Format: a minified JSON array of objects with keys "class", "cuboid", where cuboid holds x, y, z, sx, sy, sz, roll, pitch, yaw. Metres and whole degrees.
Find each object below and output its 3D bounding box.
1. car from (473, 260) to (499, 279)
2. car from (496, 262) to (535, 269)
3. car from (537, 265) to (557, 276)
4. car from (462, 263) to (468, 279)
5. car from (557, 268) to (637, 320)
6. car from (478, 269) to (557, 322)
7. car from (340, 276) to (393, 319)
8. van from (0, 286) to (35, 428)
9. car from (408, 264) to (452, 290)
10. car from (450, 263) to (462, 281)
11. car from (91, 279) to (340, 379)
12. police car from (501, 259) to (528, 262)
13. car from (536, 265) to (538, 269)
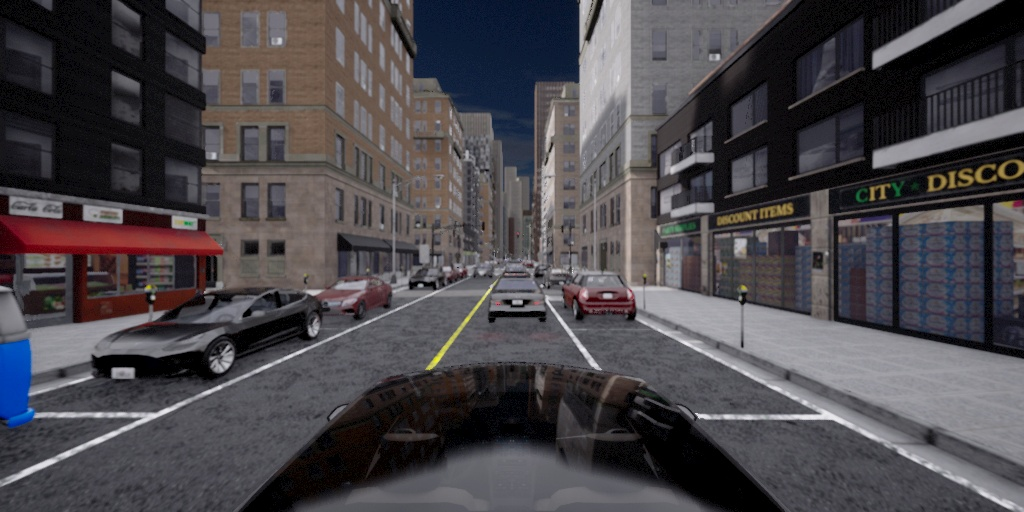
[{"class":"car","cuboid":[-2.774,1.423,35.630,2.128,1.511,4.902,0,0,0]},{"class":"car","cuboid":[0.244,1.353,23.844,2.128,1.511,4.902,0,0,0]},{"class":"car","cuboid":[3.002,1.412,23.835,2.007,1.370,4.403,0,0,0]},{"class":"car","cuboid":[-5.447,1.358,34.896,1.967,1.591,4.097,0,0,0]},{"class":"car","cuboid":[2.926,1.245,12.832,1.967,1.591,4.097,0,0,0]},{"class":"car","cuboid":[0.167,1.351,12.487,2.033,1.411,5.357,0,0,0]},{"class":"car","cuboid":[-5.599,1.386,12.892,1.802,1.307,4.207,0,0,0]},{"class":"van","cuboid":[-5.676,1.091,1.889,1.690,1.789,3.998,0,0,0]},{"class":"car","cuboid":[-5.523,1.426,23.894,1.948,1.339,4.313,0,0,0]},{"class":"car","cuboid":[-5.485,1.471,29.395,1.802,1.307,4.207,0,0,0]},{"class":"car","cuboid":[-5.638,1.343,7.391,1.948,1.339,4.313,0,0,0]},{"class":"police car","cuboid":[0.214,1.338,33.864,1.930,1.638,5.238,0,0,1]},{"class":"car","cuboid":[3.078,1.485,34.837,1.948,1.339,4.313,0,0,0]}]
